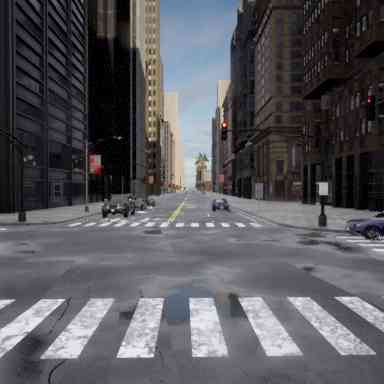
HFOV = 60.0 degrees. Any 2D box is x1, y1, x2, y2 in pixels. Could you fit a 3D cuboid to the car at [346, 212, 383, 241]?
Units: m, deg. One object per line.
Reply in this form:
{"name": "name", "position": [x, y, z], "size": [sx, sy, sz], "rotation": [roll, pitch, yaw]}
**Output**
{"name": "car", "position": [9.998, 1.568, 16.135], "size": [4.674, 1.442, 1.812], "rotation": [1, 1, 5]}

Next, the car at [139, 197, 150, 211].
{"name": "car", "position": [-6.643, 1.456, 40.510], "size": [1.837, 1.490, 4.892], "rotation": [0, 0, 0]}

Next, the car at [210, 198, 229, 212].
{"name": "car", "position": [3.267, 1.479, 38.779], "size": [1.812, 1.442, 4.674], "rotation": [0, 0, 0]}

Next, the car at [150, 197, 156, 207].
{"name": "car", "position": [-6.664, 1.497, 50.533], "size": [1.994, 1.385, 4.181], "rotation": [0, 0, -1]}

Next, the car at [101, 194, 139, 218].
{"name": "car", "position": [-6.638, 1.191, 30.636], "size": [2.150, 2.045, 5.566], "rotation": [0, 0, 0]}
